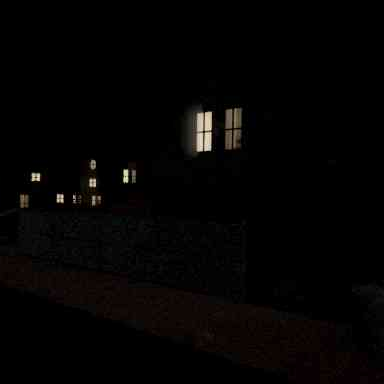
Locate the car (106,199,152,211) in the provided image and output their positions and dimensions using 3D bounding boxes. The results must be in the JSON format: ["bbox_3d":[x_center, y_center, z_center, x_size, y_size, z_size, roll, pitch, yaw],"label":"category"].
[{"bbox_3d":[-5.324,1.682,30.364,2.150,2.045,5.566,2,0,36],"label":"car"}]

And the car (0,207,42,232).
[{"bbox_3d":[-11.429,1.762,22.054,1.812,1.442,4.674,2,0,36],"label":"car"}]
